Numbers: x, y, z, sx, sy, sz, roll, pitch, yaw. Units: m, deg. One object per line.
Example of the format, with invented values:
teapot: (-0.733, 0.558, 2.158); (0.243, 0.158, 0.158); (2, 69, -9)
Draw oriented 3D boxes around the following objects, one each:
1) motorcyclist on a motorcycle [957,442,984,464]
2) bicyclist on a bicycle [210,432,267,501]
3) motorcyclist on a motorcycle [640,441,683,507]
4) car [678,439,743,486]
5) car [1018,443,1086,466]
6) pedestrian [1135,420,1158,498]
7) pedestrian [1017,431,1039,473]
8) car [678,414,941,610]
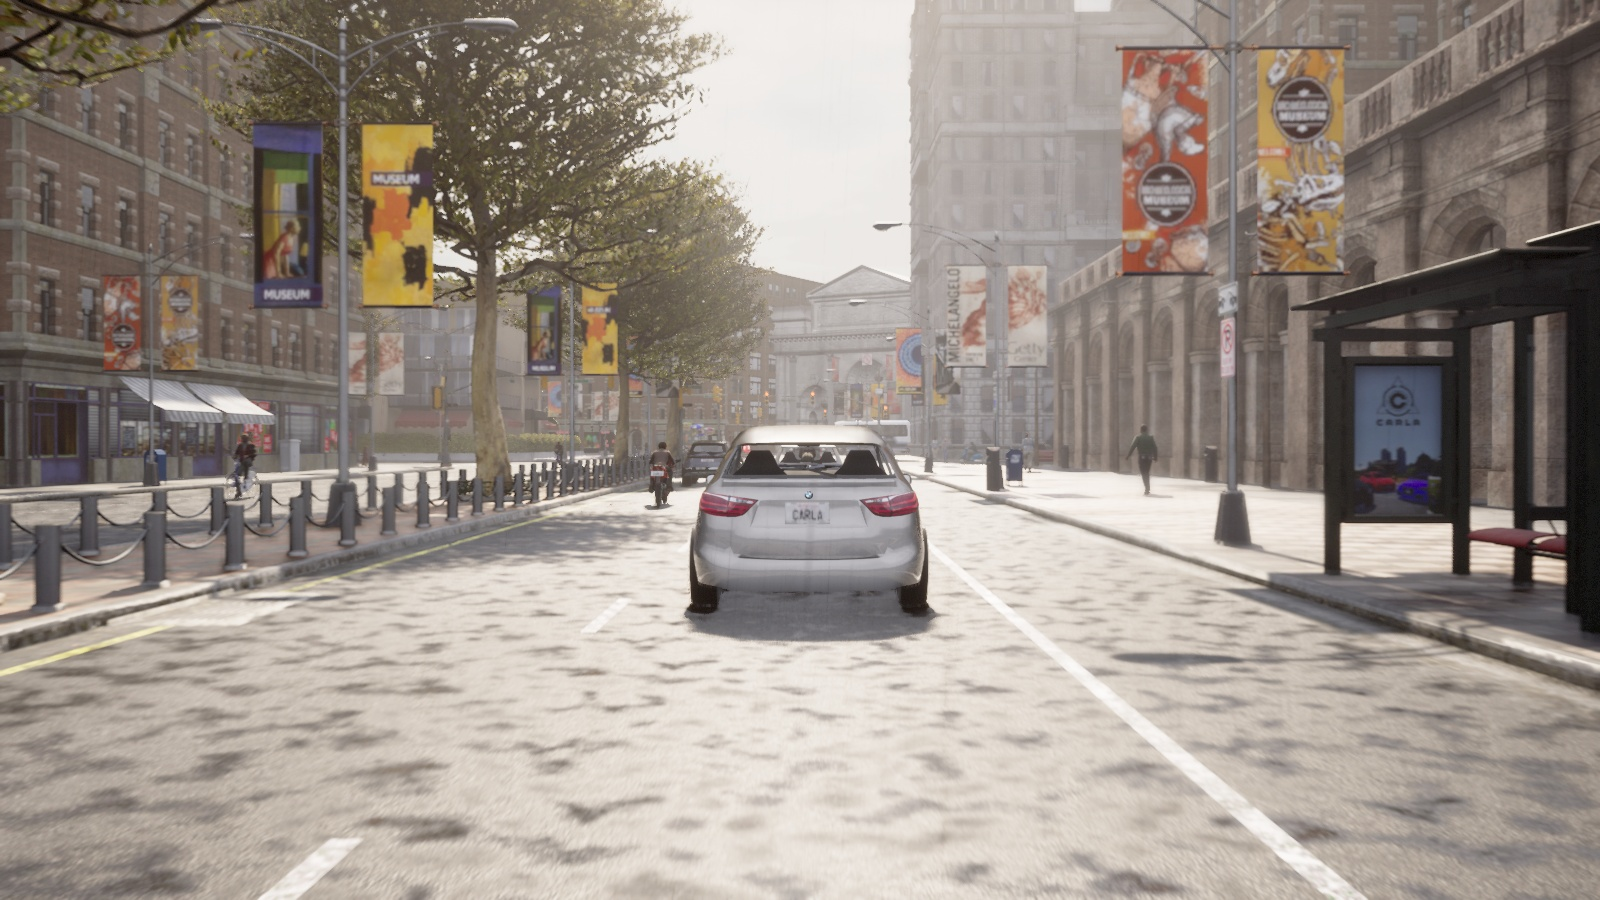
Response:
motorcyclist on a motorcycle: (11.985, 0.212, 88.215); (1.817, 1.590, 0.866); (0, 0, 0)
bicyclist on a bicycle: (-14.796, 0.418, 33.130); (0.659, 1.776, 1.843); (0, 0, 0)
motorcyclist on a motorcycle: (-3.313, 0.556, 30.135); (0.797, 1.523, 2.044); (0, 0, 0)
car: (-3.222, 0.414, 46.172); (2.033, 1.649, 4.856); (0, 0, 0)
car: (16.962, 0.296, 84.713); (4.193, 1.474, 1.816); (0, 0, 0)
pedestrian: (8.808, 0.230, 31.934); (0.423, 1.949, 0.788); (0, 0, 4)
pedestrian: (10.360, 0.090, 57.070); (0.874, 1.855, 0.900); (0, 0, 0)
car: (0.089, 0.517, 13.011); (2.242, 1.667, 4.611); (0, 0, 0)
